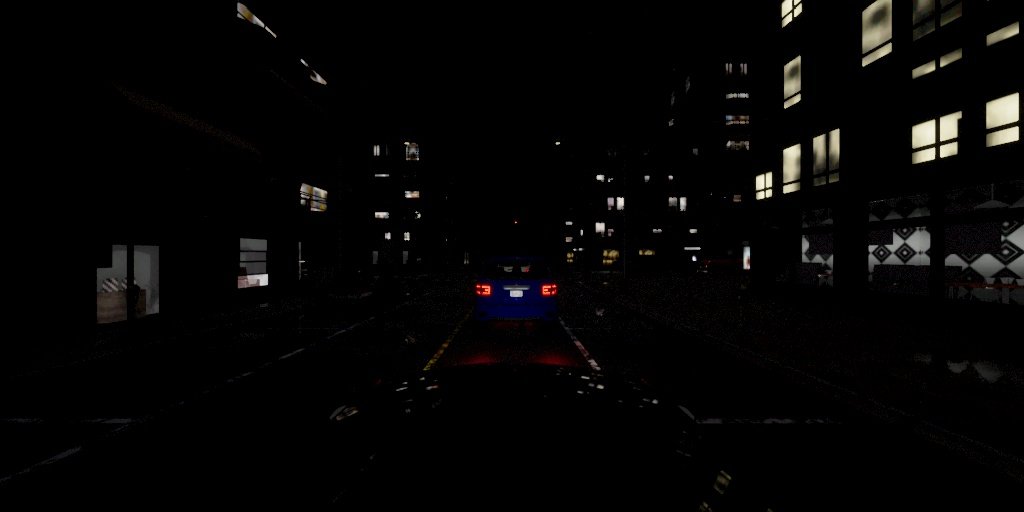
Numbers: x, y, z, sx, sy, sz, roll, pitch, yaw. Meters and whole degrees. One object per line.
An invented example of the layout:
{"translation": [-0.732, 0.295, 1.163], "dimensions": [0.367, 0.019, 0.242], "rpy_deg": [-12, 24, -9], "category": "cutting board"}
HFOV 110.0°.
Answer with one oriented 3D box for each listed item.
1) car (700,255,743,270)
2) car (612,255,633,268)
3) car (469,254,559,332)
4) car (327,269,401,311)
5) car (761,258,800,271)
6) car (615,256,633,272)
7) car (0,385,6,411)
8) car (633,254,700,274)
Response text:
{"translation": [23.416, 0.642, 40.250], "dimensions": [4.553, 1.767, 2.097], "rpy_deg": [-1, 0, -1], "category": "car"}
{"translation": [14.610, 0.764, 42.771], "dimensions": [5.009, 1.841, 2.192], "rpy_deg": [0, 0, 0], "category": "car"}
{"translation": [0.106, 0.971, 11.021], "dimensions": [2.150, 2.045, 5.566], "rpy_deg": [0, 0, 0], "category": "car"}
{"translation": [-5.729, 1.332, 14.429], "dimensions": [1.802, 1.307, 4.207], "rpy_deg": [0, 0, 0], "category": "car"}
{"translation": [25.831, 0.822, 34.479], "dimensions": [4.313, 1.339, 1.948], "rpy_deg": [0, 0, 0], "category": "car"}
{"translation": [14.448, 0.983, 40.161], "dimensions": [4.674, 1.442, 1.812], "rpy_deg": [-1, 0, -1], "category": "car"}
{"translation": [-5.690, 1.300, 1.512], "dimensions": [2.007, 1.370, 4.403], "rpy_deg": [0, 0, 0], "category": "car"}
{"translation": [14.738, 0.778, 34.392], "dimensions": [5.009, 1.841, 2.192], "rpy_deg": [0, 0, 0], "category": "car"}
